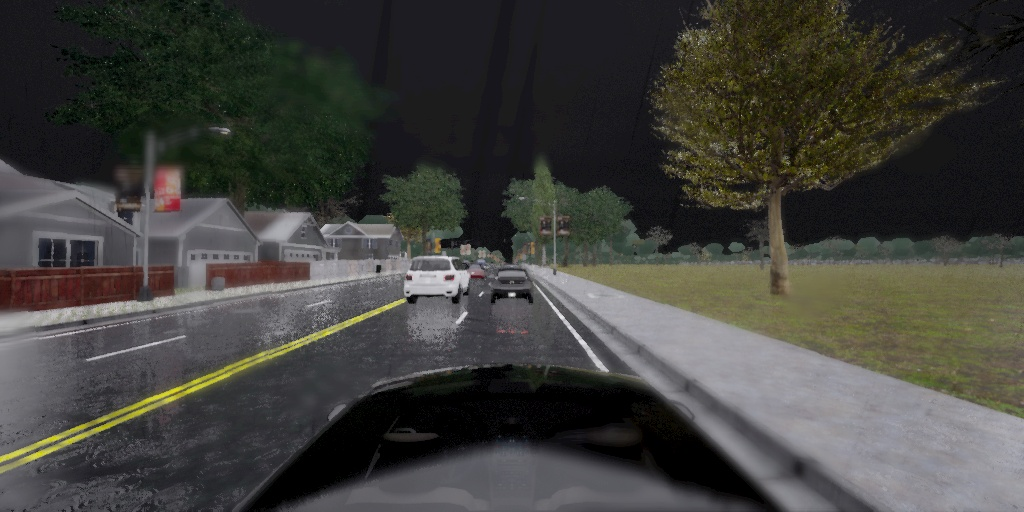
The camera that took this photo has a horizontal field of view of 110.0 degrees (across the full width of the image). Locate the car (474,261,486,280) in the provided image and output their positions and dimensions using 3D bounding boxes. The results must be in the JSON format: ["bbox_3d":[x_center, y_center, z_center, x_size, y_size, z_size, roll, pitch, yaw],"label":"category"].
[{"bbox_3d":[-3.250,1.361,31.514,1.994,1.385,4.181,0,0,0],"label":"car"}]

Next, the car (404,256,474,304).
[{"bbox_3d":[-3.250,1.017,16.540,2.150,2.045,5.566,0,0,0],"label":"car"}]

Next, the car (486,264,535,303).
[{"bbox_3d":[0.000,1.275,16.507,1.837,1.490,4.892,0,0,0],"label":"car"}]
